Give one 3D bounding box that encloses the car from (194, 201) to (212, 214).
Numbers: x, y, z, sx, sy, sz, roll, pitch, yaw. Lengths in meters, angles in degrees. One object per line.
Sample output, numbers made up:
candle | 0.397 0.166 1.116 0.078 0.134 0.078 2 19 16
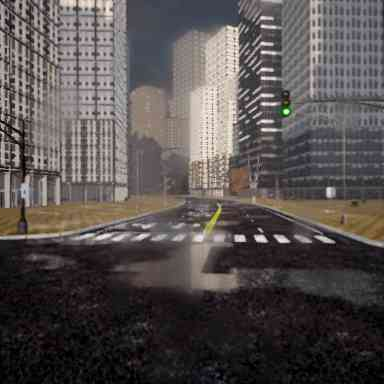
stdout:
car | 1.397 1.784 39.153 2.033 1.411 5.357 0 0 6
